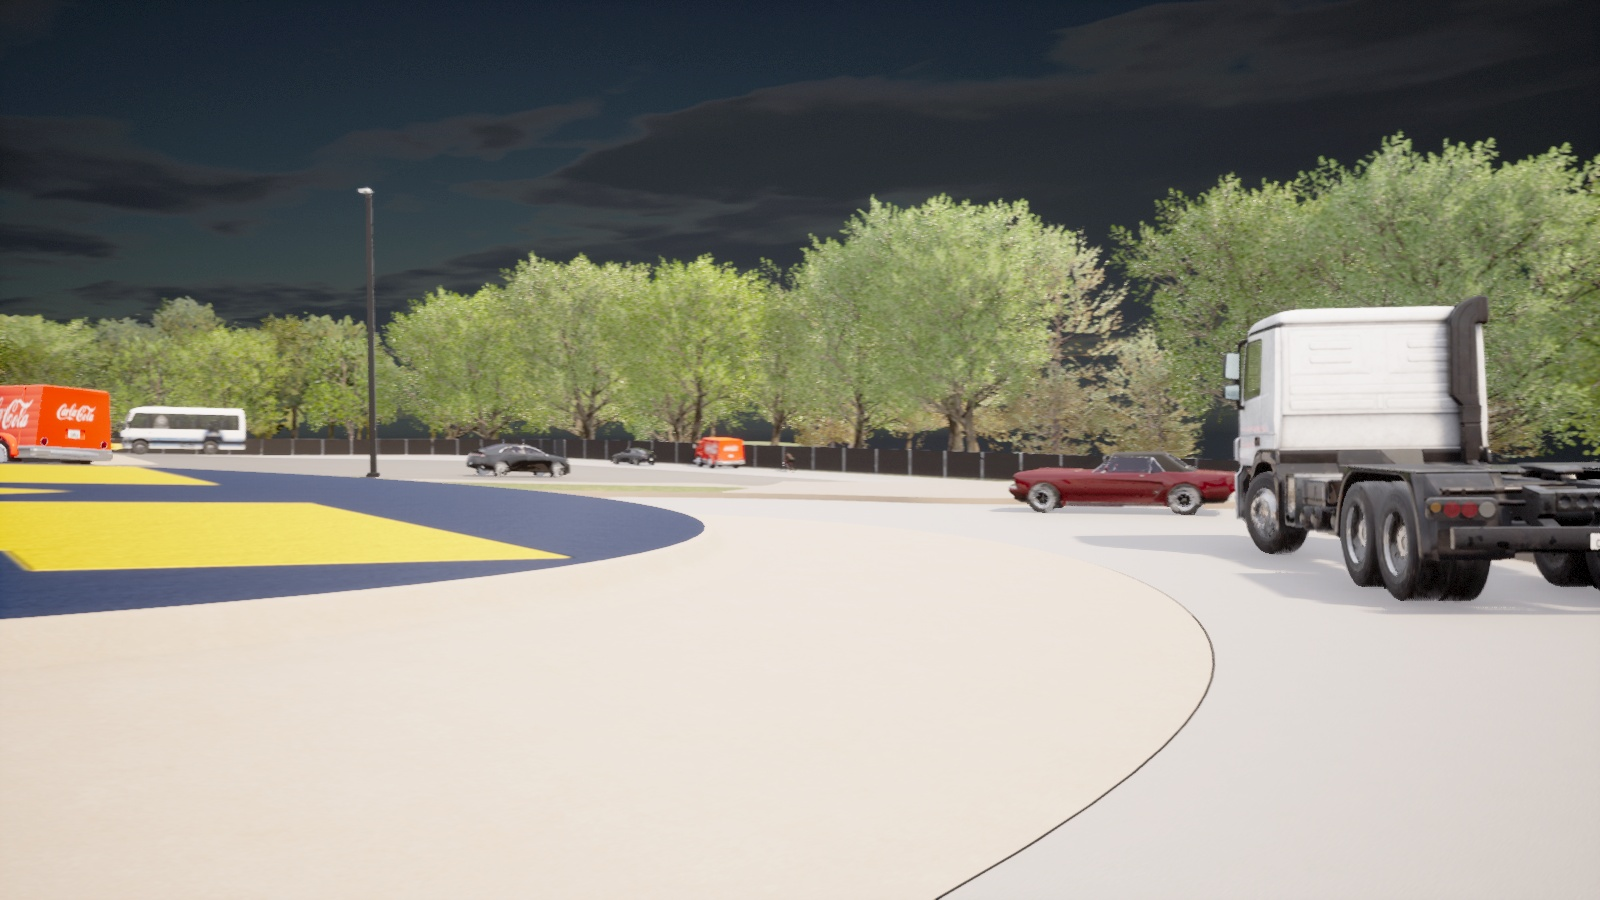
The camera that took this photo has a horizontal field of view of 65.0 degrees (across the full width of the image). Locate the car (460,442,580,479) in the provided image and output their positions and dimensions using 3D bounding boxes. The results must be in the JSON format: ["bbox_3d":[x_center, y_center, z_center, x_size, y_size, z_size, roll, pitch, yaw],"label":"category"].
[{"bbox_3d":[-12.765,0.492,57.410,4.902,1.511,2.128,2,0,-42],"label":"car"}]

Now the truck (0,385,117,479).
[{"bbox_3d":[-22.716,-0.438,36.131,5.204,2.467,2.627,-1,-3,23],"label":"truck"}]

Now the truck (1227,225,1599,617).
[{"bbox_3d":[7.536,-0.302,15.021,2.891,3.462,7.936,-1,1,6],"label":"truck"}]

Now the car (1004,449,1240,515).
[{"bbox_3d":[6.923,0.657,27.008,4.718,1.301,1.895,0,1,21],"label":"car"}]
